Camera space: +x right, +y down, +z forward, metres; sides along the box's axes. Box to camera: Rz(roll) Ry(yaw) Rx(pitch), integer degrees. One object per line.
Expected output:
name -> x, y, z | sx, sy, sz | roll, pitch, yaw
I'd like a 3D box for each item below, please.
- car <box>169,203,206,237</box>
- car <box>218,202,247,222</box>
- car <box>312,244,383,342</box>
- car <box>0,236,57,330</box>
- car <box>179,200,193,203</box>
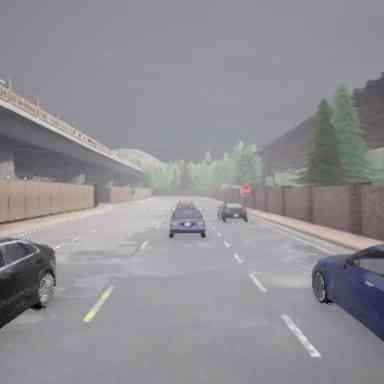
car -> -0.267, 1.521, 17.774 | 2.033, 1.411, 5.357 | 0, 0, -2
car -> 3.058, 1.465, 25.588 | 1.812, 1.442, 4.674 | 0, 0, -1
car -> 3.431, 1.495, 5.079 | 1.812, 1.442, 4.674 | 0, 0, 0
car -> -3.681, 1.507, 5.024 | 2.128, 1.511, 4.902 | 0, 0, -1
car -> -0.683, 1.547, 36.388 | 1.895, 1.301, 4.718 | 0, 0, -1
